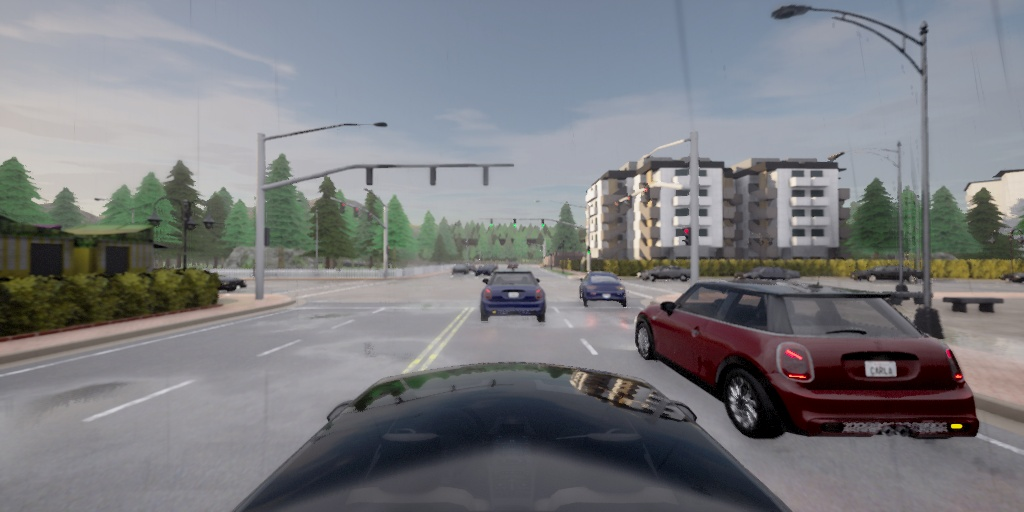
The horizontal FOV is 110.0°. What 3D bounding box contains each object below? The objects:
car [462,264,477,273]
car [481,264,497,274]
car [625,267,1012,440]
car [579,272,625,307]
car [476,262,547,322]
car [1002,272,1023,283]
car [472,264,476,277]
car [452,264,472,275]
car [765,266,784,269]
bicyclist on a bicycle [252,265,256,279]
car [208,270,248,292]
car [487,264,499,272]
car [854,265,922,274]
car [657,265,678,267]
[{"bbox_3d":[-6.964,2.008,59.018,1.994,1.385,4.181,0,-1,0],"label":"car"},{"bbox_3d":[-3.489,1.936,54.391,2.033,1.411,5.357,0,-1,0],"label":"car"},{"bbox_3d":[3.605,1.150,5.627,2.097,1.767,4.553,0,-1,0],"label":"car"},{"bbox_3d":[4.184,1.458,16.758,1.812,1.442,4.674,0,-1,9],"label":"car"},{"bbox_3d":[-0.018,1.240,13.080,2.097,1.767,4.553,0,-1,-2],"label":"car"},{"bbox_3d":[44.690,1.639,29.516,5.357,1.411,2.033,0,-1,24],"label":"car"},{"bbox_3d":[-3.511,1.872,44.739,1.895,1.301,4.718,0,-1,0],"label":"car"},{"bbox_3d":[-6.985,1.801,49.103,1.882,1.535,5.008,0,-1,0],"label":"car"},{"bbox_3d":[23.861,1.686,33.543,5.357,1.411,2.033,0,-1,0],"label":"car"},{"bbox_3d":[-25.730,1.469,36.292,0.582,1.620,1.656,0,-1,-1],"label":"bicyclist on a bicycle"},{"bbox_3d":[-19.447,1.541,21.949,5.357,1.411,2.033,0,-1,-1],"label":"car"},{"bbox_3d":[-3.430,2.112,64.506,1.895,1.301,4.718,0,-1,1],"label":"car"},{"bbox_3d":[33.991,1.607,32.676,5.008,1.535,1.882,0,-1,11],"label":"car"},{"bbox_3d":[14.122,1.626,33.258,4.902,1.511,2.128,0,-1,-2],"label":"car"}]
